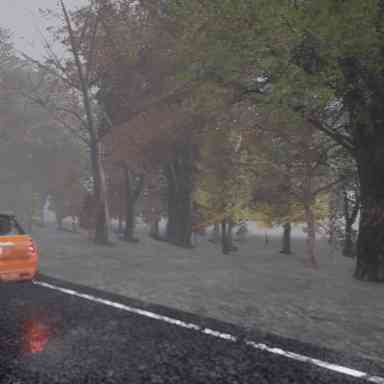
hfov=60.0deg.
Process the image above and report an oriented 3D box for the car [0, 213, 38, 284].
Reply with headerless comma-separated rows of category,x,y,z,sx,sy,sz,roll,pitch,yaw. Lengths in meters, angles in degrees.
car,-5.626,1.143,7.761,4.553,1.767,2.097,1,-5,35
